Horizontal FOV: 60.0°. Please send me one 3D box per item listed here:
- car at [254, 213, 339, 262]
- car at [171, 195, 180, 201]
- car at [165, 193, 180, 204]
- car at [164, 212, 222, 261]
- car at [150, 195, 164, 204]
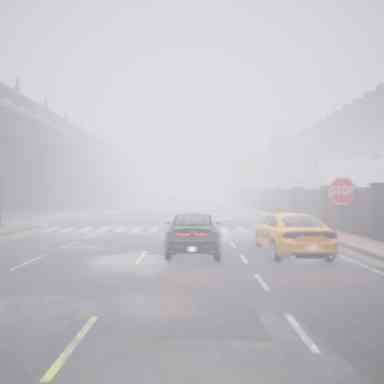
[{"bbox_3d":[3.558,1.486,12.170,1.882,1.535,5.008,0,0,0],"label":"car"},{"bbox_3d":[-4.003,1.529,83.133,2.128,1.511,4.902,0,0,-1],"label":"car"},{"bbox_3d":[-3.716,1.264,66.559,2.150,2.045,5.566,0,0,-1],"label":"car"},{"bbox_3d":[0.054,1.508,12.282,1.837,1.490,4.892,0,-1,1],"label":"car"},{"bbox_3d":[-7.214,1.643,66.563,1.895,1.301,4.718,0,0,-1],"label":"car"}]
